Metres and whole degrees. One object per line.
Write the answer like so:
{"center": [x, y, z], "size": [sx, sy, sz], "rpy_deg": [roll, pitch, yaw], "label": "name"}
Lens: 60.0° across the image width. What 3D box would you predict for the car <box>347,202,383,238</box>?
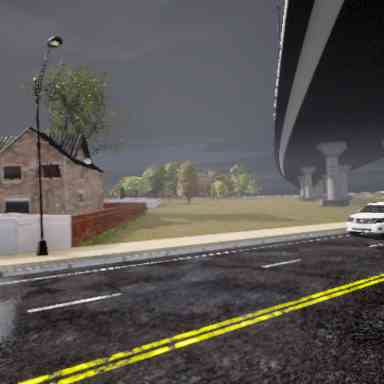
{"center": [11.755, 1.636, 20.327], "size": [5.566, 2.045, 2.150], "rpy_deg": [1, -2, -36], "label": "car"}
